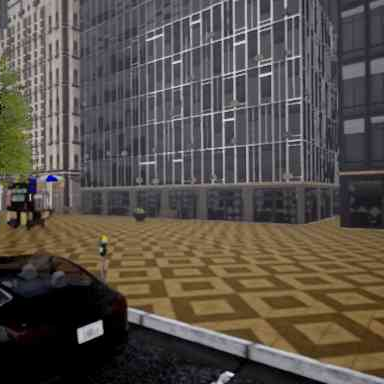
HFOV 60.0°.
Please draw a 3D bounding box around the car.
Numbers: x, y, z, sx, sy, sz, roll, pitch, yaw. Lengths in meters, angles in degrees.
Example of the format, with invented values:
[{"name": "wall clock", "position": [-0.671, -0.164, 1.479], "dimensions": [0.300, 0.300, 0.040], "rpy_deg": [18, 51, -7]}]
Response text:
[{"name": "car", "position": [-2.813, 1.598, 4.904], "dimensions": [4.313, 1.339, 1.947], "rpy_deg": [0, -1, 36]}]
